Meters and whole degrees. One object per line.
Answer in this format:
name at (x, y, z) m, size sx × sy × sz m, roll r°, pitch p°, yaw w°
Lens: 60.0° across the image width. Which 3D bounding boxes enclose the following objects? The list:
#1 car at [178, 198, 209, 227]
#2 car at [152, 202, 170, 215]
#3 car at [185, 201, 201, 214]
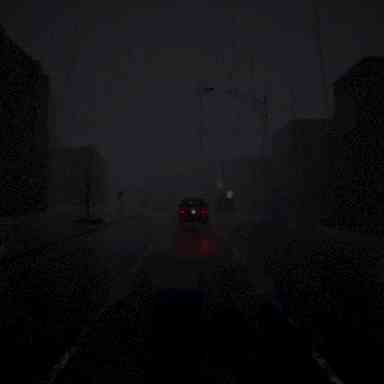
car at (0.104, 1.468, 25.002) m, size 2.150 × 2.045 × 5.566 m, roll 0°, pitch -1°, yaw 0°
car at (-3.591, 1.939, 39.741) m, size 2.033 × 1.411 × 5.357 m, roll 0°, pitch -1°, yaw 0°
car at (0.099, 1.891, 41.939) m, size 1.882 × 1.535 × 5.008 m, roll 0°, pitch -1°, yaw 0°
